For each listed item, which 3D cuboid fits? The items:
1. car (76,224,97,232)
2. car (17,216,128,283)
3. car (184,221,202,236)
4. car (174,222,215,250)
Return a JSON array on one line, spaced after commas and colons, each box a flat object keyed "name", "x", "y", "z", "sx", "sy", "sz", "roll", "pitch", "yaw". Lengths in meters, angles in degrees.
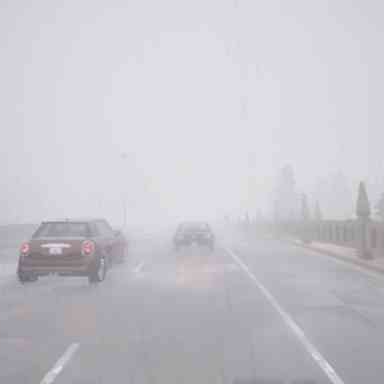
[{"name": "car", "x": -17.497, "y": 5.997, "z": 55.317, "sx": 1.994, "sy": 1.385, "sz": 4.181, "roll": 0, "pitch": -6, "yaw": 0}, {"name": "car", "x": -3.400, "y": 1.576, "z": 10.413, "sx": 2.097, "sy": 1.767, "sz": 4.553, "roll": 0, "pitch": -3, "yaw": 0}, {"name": "car", "x": 0.101, "y": 3.863, "z": 35.103, "sx": 1.812, "sy": 1.442, "sz": 4.674, "roll": 0, "pitch": -6, "yaw": 0}, {"name": "car", "x": 0.100, "y": 2.211, "z": 17.133, "sx": 1.895, "sy": 1.301, "sz": 4.718, "roll": 0, "pitch": -4, "yaw": 0}]
